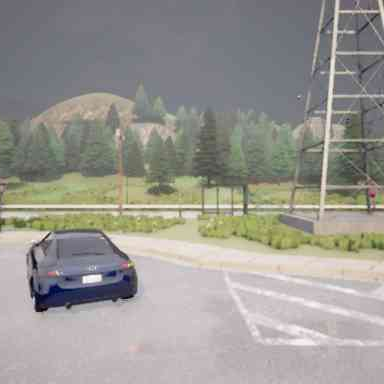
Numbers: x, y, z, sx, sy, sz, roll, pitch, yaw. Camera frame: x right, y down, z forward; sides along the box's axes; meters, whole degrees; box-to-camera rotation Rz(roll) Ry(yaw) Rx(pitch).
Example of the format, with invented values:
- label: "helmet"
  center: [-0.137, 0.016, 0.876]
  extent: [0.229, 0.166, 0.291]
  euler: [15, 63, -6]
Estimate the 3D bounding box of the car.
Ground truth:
- label: "car"
  center: [-2.746, 1.554, 7.862]
  extent: [1.994, 1.385, 4.181]
  euler: [0, 0, -27]
